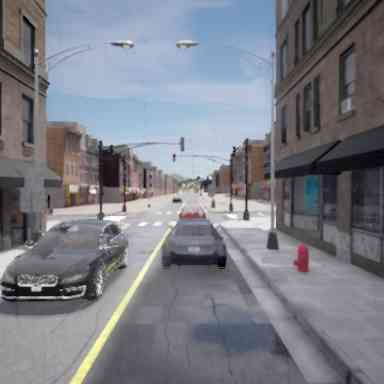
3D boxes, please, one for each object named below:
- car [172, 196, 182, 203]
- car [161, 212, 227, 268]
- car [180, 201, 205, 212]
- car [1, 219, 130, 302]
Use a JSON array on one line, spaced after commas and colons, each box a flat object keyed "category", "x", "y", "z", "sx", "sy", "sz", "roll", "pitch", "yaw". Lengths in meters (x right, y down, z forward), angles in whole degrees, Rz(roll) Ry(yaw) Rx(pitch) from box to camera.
[{"category": "car", "x": -2.805, "y": 1.446, "z": 62.917, "sx": 1.895, "sy": 1.301, "sz": 4.718, "roll": 0, "pitch": 0, "yaw": 1}, {"category": "car", "x": 0.070, "y": 1.586, "z": 11.351, "sx": 1.994, "sy": 1.385, "sz": 4.181, "roll": 0, "pitch": 0, "yaw": 0}, {"category": "car", "x": 0.042, "y": 1.619, "z": 25.294, "sx": 1.895, "sy": 1.301, "sz": 4.718, "roll": -1, "pitch": 0, "yaw": 0}, {"category": "car", "x": -2.839, "y": 1.524, "z": 8.506, "sx": 1.837, "sy": 1.490, "sz": 4.892, "roll": 0, "pitch": 0, "yaw": 0}]
